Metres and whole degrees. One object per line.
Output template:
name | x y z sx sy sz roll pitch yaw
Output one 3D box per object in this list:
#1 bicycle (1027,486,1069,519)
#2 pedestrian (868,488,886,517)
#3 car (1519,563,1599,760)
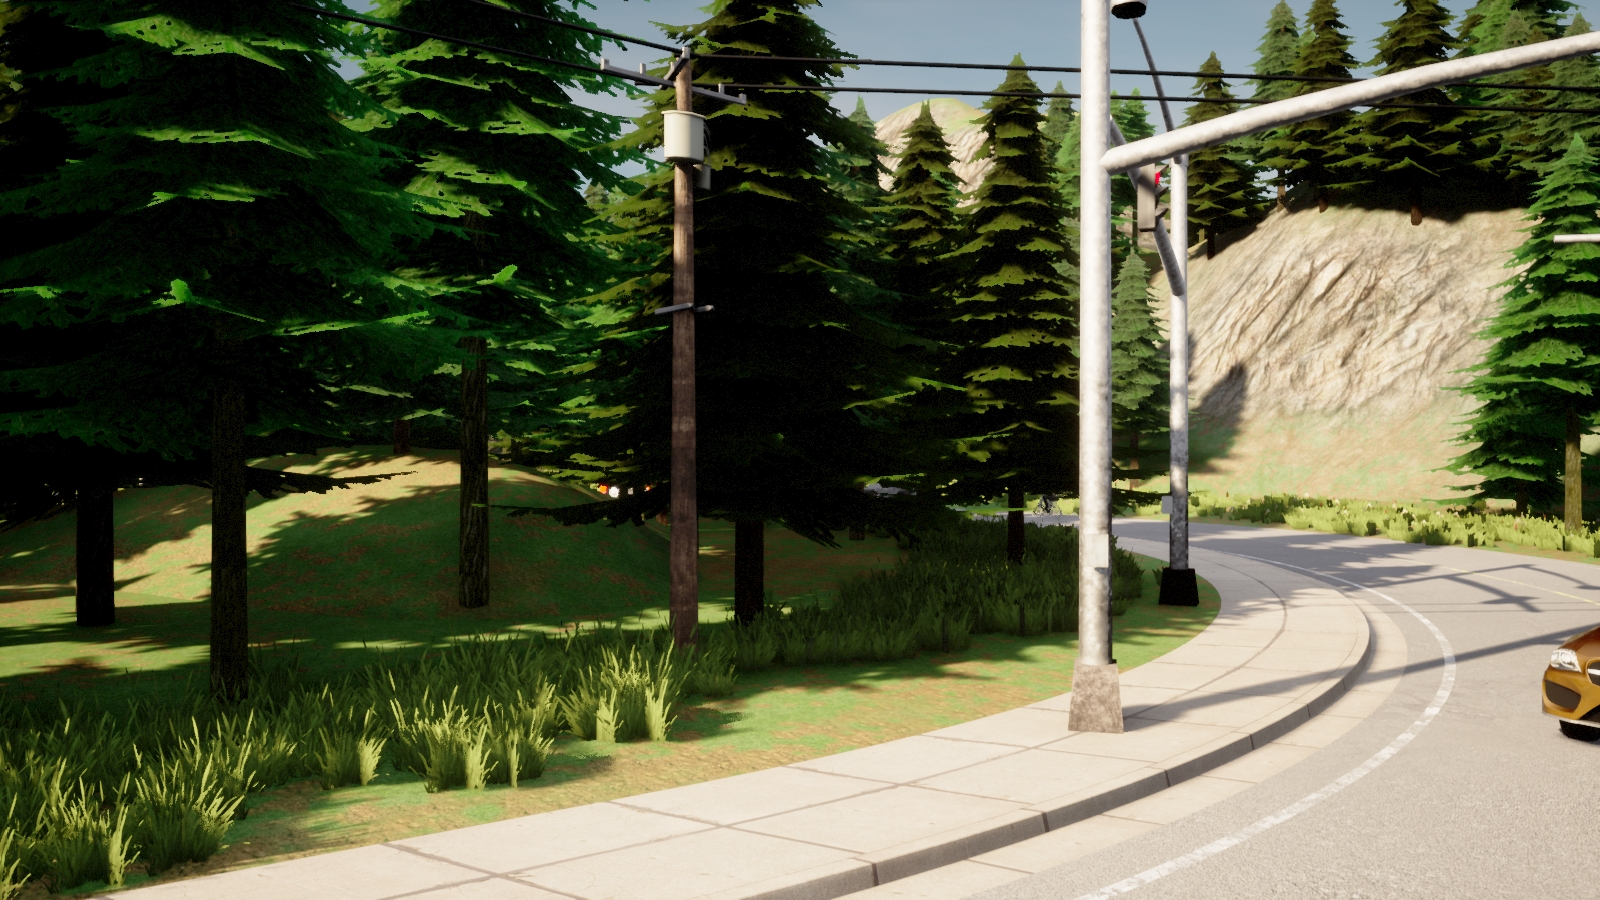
bicycle | 10.124 2.131 46.723 0.859 1.276 1.487 0 0 -34
pedestrian | 3.010 2.049 44.798 0.500 1.100 0.500 0 0 -34
car | 9.577 1.970 11.147 5.027 1.651 2.152 0 0 -29
